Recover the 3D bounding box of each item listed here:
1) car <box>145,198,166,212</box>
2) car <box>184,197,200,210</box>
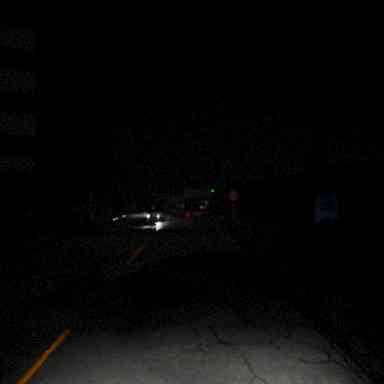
[{"bbox_3d":[-4.002,1.404,36.796,2.128,1.511,4.902,0,0,0],"label":"car"},{"bbox_3d":[0.038,1.394,40.141,2.128,1.511,4.902,0,0,1],"label":"car"}]
